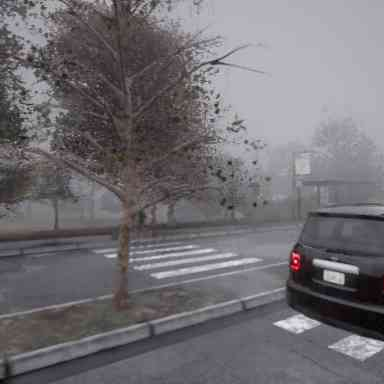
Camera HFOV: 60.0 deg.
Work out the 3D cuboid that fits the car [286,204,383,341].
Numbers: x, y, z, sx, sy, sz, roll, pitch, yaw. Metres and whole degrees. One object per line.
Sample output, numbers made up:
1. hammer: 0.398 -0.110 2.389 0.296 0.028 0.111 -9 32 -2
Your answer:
1. car: 4.098 1.231 6.043 5.566 2.045 2.150 0 0 -36
